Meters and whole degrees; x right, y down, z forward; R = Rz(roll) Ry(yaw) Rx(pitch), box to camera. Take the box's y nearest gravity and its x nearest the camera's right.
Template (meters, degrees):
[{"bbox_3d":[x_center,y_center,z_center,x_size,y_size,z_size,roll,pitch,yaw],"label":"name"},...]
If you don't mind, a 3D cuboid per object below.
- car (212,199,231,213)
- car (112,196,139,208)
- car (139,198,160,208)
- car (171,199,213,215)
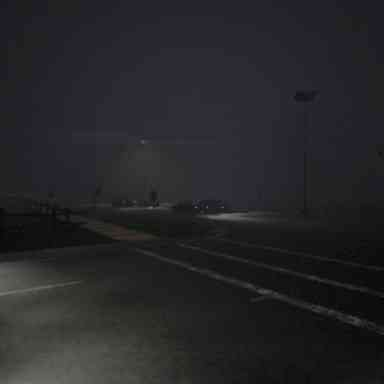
[{"bbox_3d":[2.406,1.559,37.617,1.837,1.490,4.892,0,0,-35],"label":"car"},{"bbox_3d":[-10.192,1.399,49.564,2.097,1.767,4.553,0,0,-35],"label":"car"},{"bbox_3d":[-6.531,1.620,50.421,1.994,1.385,4.181,0,0,-35],"label":"car"},{"bbox_3d":[-0.227,1.647,35.275,1.895,1.301,4.718,0,0,-35],"label":"car"}]
